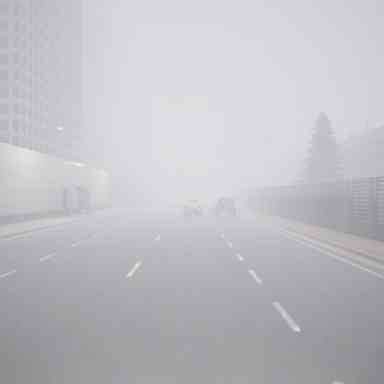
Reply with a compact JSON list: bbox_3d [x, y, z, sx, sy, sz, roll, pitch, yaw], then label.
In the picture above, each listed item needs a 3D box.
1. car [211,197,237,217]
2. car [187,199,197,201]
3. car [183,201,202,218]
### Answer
[{"bbox_3d":[3.546,1.562,36.333,2.150,2.045,5.566,0,-1,1],"label":"car"},{"bbox_3d":[0.033,1.766,44.192,2.097,1.767,4.553,0,-1,0],"label":"car"},{"bbox_3d":[0.080,1.922,34.213,1.895,1.301,4.718,0,-1,0],"label":"car"}]
